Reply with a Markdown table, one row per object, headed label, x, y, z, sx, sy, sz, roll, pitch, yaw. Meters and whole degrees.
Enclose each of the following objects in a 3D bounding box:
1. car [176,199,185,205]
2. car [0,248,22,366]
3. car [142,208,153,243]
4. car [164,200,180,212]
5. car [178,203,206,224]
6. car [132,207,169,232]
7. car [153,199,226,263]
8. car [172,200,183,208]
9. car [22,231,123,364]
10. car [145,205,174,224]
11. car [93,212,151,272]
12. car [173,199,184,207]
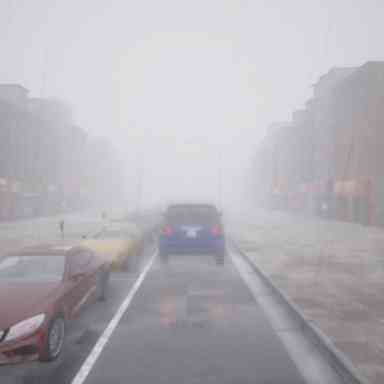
| label | x | y | z | sx | sy | sz | roll | pitch | yaw |
| --- | --- | --- | --- | --- | --- | --- | --- | --- | --- |
| car | -2.632 | 2.264 | 76.795 | 1.947 | 1.339 | 4.313 | 0 | -1 | 0 |
| car | -2.640 | 1.321 | 0.471 | 2.192 | 1.841 | 5.009 | 0 | -1 | 0 |
| car | -2.638 | 1.719 | 16.824 | 1.947 | 1.339 | 4.313 | 0 | -1 | 0 |
| car | -2.745 | 1.907 | 47.079 | 1.882 | 1.535 | 5.008 | 0 | -1 | 0 |
| car | 0.023 | 1.752 | 28.526 | 2.128 | 1.511 | 4.902 | 0 | 0 | 0 |
| car | -2.637 | 1.768 | 22.276 | 1.947 | 1.339 | 4.313 | 0 | -1 | 0 |
| car | 0.010 | 1.340 | 12.590 | 2.150 | 2.045 | 5.566 | 0 | 0 | 0 |
| car | -2.633 | 2.132 | 60.439 | 1.802 | 1.307 | 4.206 | 0 | -1 | 0 |
| car | -2.639 | 1.636 | 5.921 | 1.802 | 1.307 | 4.206 | 0 | -1 | 0 |
| car | -2.637 | 1.803 | 27.728 | 2.008 | 1.369 | 4.403 | 0 | -1 | 0 |
| car | -2.638 | 1.627 | 11.203 | 1.752 | 1.417 | 4.829 | 0 | -1 | 0 |
| car | -2.633 | 2.165 | 65.891 | 1.947 | 1.339 | 4.313 | 0 | -1 | 0 |
